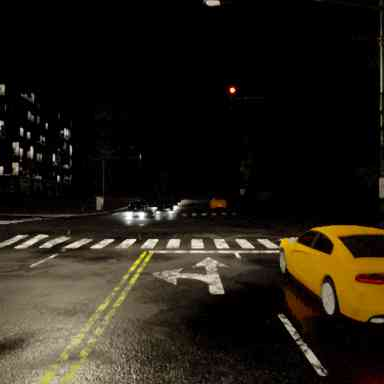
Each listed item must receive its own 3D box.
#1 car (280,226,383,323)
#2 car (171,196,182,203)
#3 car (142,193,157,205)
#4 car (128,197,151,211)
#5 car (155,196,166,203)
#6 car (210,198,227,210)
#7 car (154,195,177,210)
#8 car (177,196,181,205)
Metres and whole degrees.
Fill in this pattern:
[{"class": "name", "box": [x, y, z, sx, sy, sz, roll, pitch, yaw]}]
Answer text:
[{"class": "car", "box": [3.362, 1.476, 7.352, 1.882, 1.535, 5.008, 0, 0, 0]}, {"class": "car", "box": [-3.244, 1.584, 69.182, 2.033, 1.411, 5.357, 0, 0, 0]}, {"class": "car", "box": [-6.591, 1.255, 52.644, 2.150, 2.045, 5.566, 0, 0, 0]}, {"class": "car", "box": [-6.593, 1.627, 41.118, 1.895, 1.301, 4.718, 0, 0, 0]}, {"class": "car", "box": [-6.494, 1.522, 69.014, 1.882, 1.535, 5.008, 0, 0, 0]}, {"class": "car", "box": [3.361, 1.483, 42.947, 1.882, 1.535, 5.008, 0, -1, 0]}, {"class": "car", "box": [-3.344, 1.505, 42.519, 1.882, 1.535, 5.008, 0, 0, 0]}, {"class": "car", "box": [-3.328, 1.525, 55.488, 2.128, 1.511, 4.902, 0, 0, 0]}]
